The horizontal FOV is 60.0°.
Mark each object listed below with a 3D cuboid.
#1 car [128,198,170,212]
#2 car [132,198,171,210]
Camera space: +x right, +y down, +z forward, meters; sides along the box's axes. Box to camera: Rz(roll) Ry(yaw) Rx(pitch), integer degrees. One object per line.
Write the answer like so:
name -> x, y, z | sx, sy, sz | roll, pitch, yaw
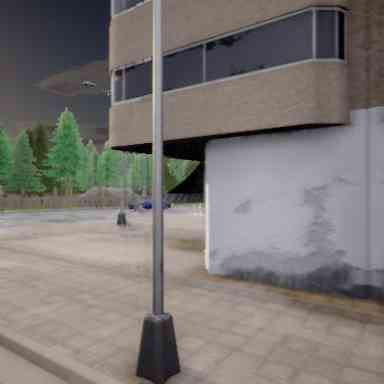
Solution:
car -> -4.944, 1.415, 38.833 | 5.008, 1.535, 1.882 | 0, 0, -34
car -> -5.204, 1.463, 42.831 | 4.674, 1.442, 1.812 | 0, 0, -32
